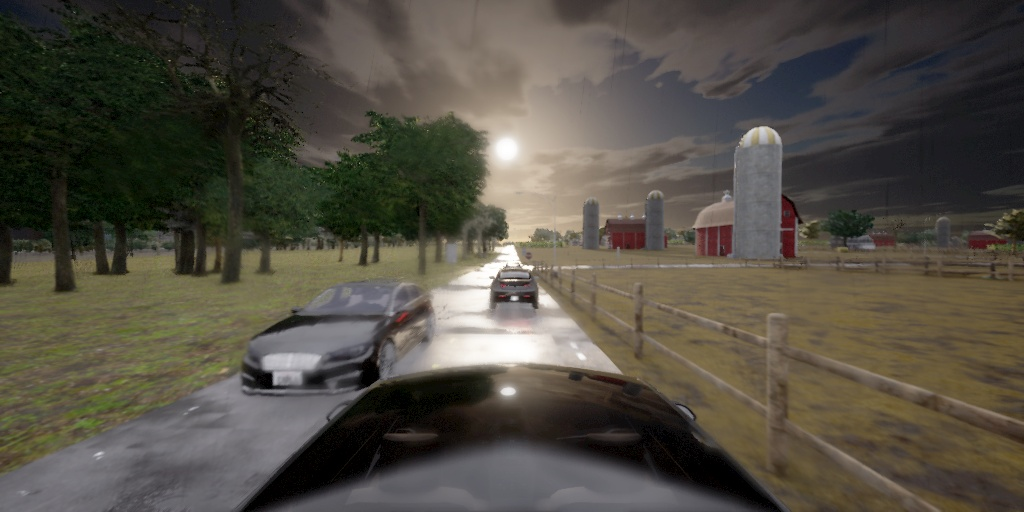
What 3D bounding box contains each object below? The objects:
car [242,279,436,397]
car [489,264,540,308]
[{"bbox_3d":[-2.750,1.235,6.850,2.128,1.511,4.902,0,0,0],"label":"car"},{"bbox_3d":[0.101,1.238,14.995,1.837,1.490,4.892,0,0,0],"label":"car"}]
